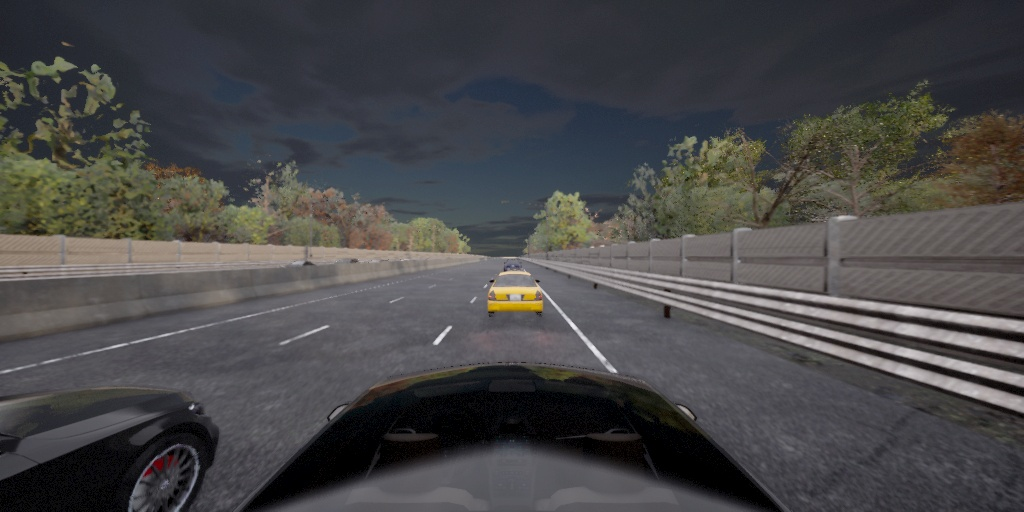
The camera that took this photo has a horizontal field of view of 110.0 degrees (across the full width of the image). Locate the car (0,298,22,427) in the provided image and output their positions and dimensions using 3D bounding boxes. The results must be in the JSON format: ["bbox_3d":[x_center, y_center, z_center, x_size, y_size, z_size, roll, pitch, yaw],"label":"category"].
[{"bbox_3d":[-6.899,1.255,1.926,1.837,1.490,4.892,0,0,0],"label":"car"}]

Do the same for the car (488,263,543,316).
[{"bbox_3d":[0.102,1.209,13.239,1.801,1.575,5.366,0,0,0],"label":"car"}]

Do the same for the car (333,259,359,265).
[{"bbox_3d":[-21.004,1.109,45.633,2.097,1.767,4.553,0,0,0],"label":"car"}]

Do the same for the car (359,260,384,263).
[{"bbox_3d":[-17.496,1.286,46.314,1.812,1.442,4.674,0,0,0],"label":"car"}]

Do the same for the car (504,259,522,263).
[{"bbox_3d":[0.106,1.110,41.744,2.097,1.767,4.553,0,0,0],"label":"car"}]

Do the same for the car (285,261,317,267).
[{"bbox_3d":[-24.543,1.283,41.753,1.812,1.442,4.674,0,0,0],"label":"car"}]

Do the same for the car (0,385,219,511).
[{"bbox_3d":[-3.386,1.276,1.043,1.812,1.442,4.674,0,0,0],"label":"car"}]
